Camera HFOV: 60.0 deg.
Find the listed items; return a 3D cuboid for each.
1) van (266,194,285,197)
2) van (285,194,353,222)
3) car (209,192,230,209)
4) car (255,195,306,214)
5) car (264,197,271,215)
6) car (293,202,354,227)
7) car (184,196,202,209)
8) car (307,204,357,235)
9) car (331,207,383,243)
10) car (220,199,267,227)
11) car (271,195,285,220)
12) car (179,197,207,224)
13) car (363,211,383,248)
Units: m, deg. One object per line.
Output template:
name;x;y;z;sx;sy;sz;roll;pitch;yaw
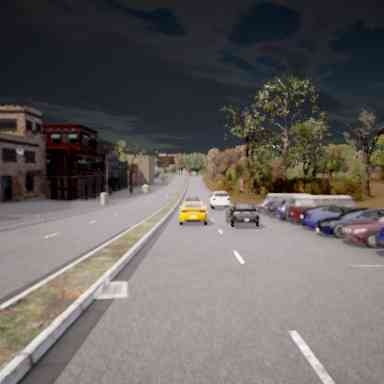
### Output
van;8.673;1.155;30.645;4.442;1.987;1.878;0;1;0
van;8.905;1.227;22.376;4.442;1.987;1.878;0;0;0
car;3.352;0.965;40.568;2.150;2.045;5.566;0;1;0
car;8.820;1.220;33.399;4.553;1.767;2.185;0;1;0
car;8.783;1.410;27.890;4.892;1.521;2.231;0;1;0
car;8.818;1.497;19.625;4.792;1.488;2.163;0;0;0
car;0.101;1.271;41.673;2.033;1.411;5.357;0;1;0
car;8.759;1.512;16.873;4.792;1.488;2.163;0;0;0
car;8.791;1.530;14.114;4.674;1.452;2.002;0;0;0
car;3.345;1.464;22.663;2.128;1.511;4.902;0;0;0
car;8.758;1.308;25.261;4.553;1.767;2.185;0;1;0
car;0.098;1.437;24.336;1.882;1.535;5.008;0;1;0
car;8.786;1.535;11.361;4.674;1.452;2.002;0;0;0
